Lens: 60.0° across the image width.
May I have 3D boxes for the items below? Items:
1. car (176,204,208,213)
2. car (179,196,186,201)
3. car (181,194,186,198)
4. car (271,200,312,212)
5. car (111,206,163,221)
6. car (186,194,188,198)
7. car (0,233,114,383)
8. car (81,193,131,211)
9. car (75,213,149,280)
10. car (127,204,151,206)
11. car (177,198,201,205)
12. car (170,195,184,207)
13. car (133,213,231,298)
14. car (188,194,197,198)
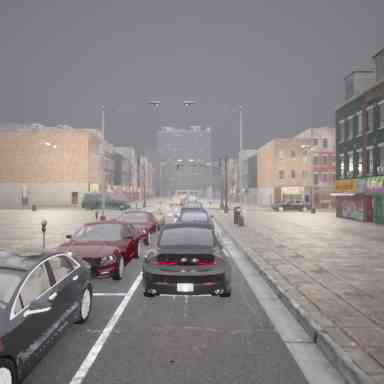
[{"bbox_3d":[0.108,1.536,16.043,1.812,1.442,4.674,0,0,0],"label":"car"},{"bbox_3d":[-2.546,1.762,90.999,1.887,1.381,4.507,0,0,0],"label":"car"},{"bbox_3d":[-2.576,1.414,58.335,2.192,1.841,5.009,0,0,0],"label":"car"},{"bbox_3d":[12.245,1.711,41.099,4.892,1.490,1.837,1,0,0],"label":"car"},{"bbox_3d":[-2.618,1.554,15.440,1.887,1.381,4.507,0,0,0],"label":"car"},{"bbox_3d":[-2.556,1.699,79.940,1.752,1.417,4.829,0,0,0],"label":"car"},{"bbox_3d":[-2.628,1.552,4.451,2.008,1.369,4.403,0,0,0],"label":"car"},{"bbox_3d":[-9.762,1.198,38.056,5.566,2.045,2.150,0,0,0],"label":"car"},{"bbox_3d":[-2.623,1.549,9.945,1.887,1.381,4.507,0,0,0],"label":"car"},{"bbox_3d":[-2.613,1.541,20.764,1.752,1.417,4.829,0,0,0],"label":"car"},{"bbox_3d":[0.049,1.502,26.311,1.882,1.535,5.008,0,0,0],"label":"car"},{"bbox_3d":[-2.583,1.609,52.721,1.752,1.417,4.829,0,0,0],"label":"car"},{"bbox_3d":[-0.069,1.508,8.539,1.837,1.490,4.892,0,0,1],"label":"car"},{"bbox_3d":[0.082,1.403,83.002,2.150,2.045,5.566,0,0,0],"label":"car"}]
